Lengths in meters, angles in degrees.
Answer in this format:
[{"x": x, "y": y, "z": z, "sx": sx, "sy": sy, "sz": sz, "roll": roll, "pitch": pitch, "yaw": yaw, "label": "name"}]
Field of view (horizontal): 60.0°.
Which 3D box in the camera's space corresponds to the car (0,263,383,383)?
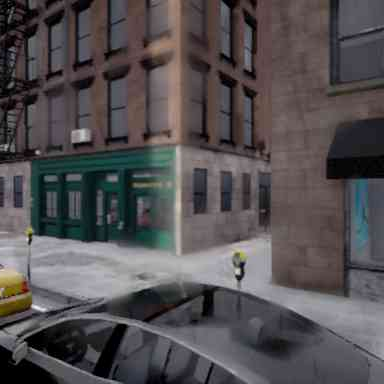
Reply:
[{"x": -0.405, "y": 1.569, "z": 3.099, "sx": 4.313, "sy": 1.339, "sz": 1.947, "roll": 0, "pitch": 0, "yaw": 35, "label": "car"}]
